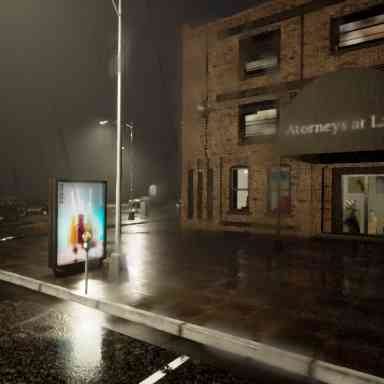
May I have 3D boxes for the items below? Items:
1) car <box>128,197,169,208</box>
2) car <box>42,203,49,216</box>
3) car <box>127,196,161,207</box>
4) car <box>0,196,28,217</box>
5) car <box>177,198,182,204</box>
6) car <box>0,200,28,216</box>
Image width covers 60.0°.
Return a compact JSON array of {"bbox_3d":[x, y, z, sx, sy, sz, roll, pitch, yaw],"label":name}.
[{"bbox_3d":[-5.148,1.315,42.127,2.033,1.411,5.357,1,1,36],"label":"car"},{"bbox_3d":[-10.487,1.400,28.917,1.837,1.490,4.892,1,1,36],"label":"car"},{"bbox_3d":[-6.521,1.315,45.748,1.895,1.301,4.718,1,1,36],"label":"car"},{"bbox_3d":[-16.000,1.232,27.128,2.097,1.767,4.553,1,1,35],"label":"car"},{"bbox_3d":[-0.410,1.180,54.074,1.812,1.442,4.674,1,1,37],"label":"car"},{"bbox_3d":[-17.740,1.429,30.340,1.895,1.301,4.718,1,1,33],"label":"car"}]
